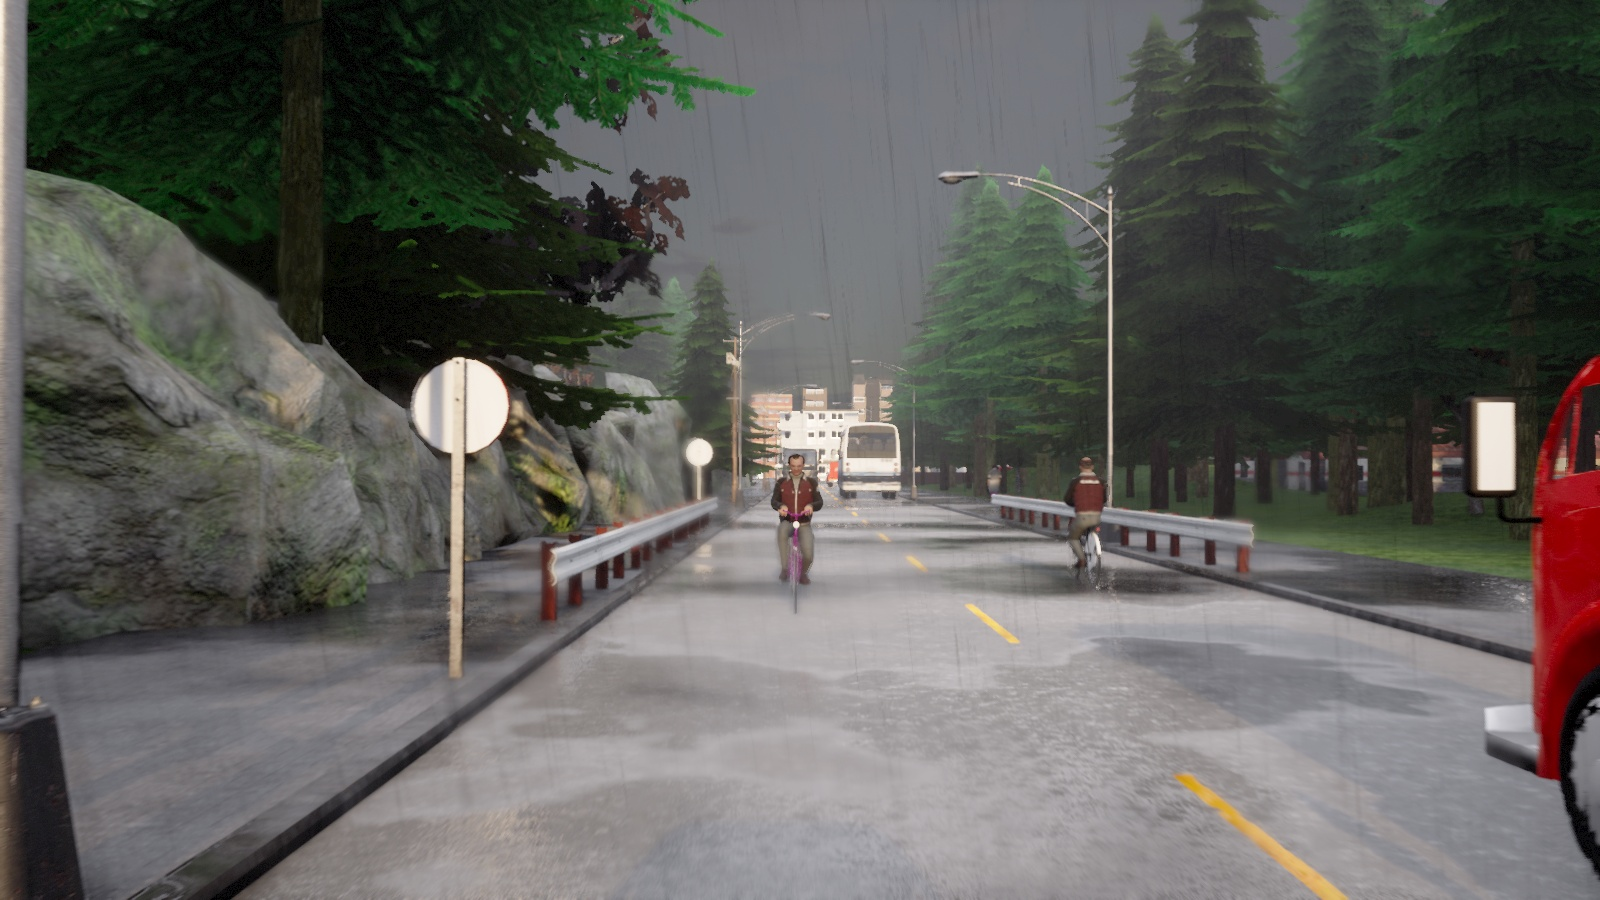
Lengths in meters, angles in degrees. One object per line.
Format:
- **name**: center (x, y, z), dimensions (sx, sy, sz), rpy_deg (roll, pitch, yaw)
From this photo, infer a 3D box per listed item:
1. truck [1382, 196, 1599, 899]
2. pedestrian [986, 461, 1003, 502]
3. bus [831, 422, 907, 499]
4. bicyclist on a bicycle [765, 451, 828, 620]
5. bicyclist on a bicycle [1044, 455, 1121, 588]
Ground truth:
- **truck**: center (3.989, 0.364, 3.136), dimensions (2.627, 2.467, 5.204), rpy_deg (0, -1, 0)
- **pedestrian**: center (9.164, 1.481, 59.322), dimensions (0.659, 1.952, 0.873), rpy_deg (0, -1, 0)
- **bus**: center (3.983, 0.680, 75.133), dimensions (3.944, 4.253, 10.273), rpy_deg (0, -1, 0)
- **bicyclist on a bicycle**: center (-0.036, 0.922, 14.155), dimensions (0.659, 1.776, 1.843), rpy_deg (0, -1, 0)
- **bicyclist on a bicycle**: center (3.956, 0.966, 17.703), dimensions (0.659, 1.776, 1.843), rpy_deg (0, -1, 0)
